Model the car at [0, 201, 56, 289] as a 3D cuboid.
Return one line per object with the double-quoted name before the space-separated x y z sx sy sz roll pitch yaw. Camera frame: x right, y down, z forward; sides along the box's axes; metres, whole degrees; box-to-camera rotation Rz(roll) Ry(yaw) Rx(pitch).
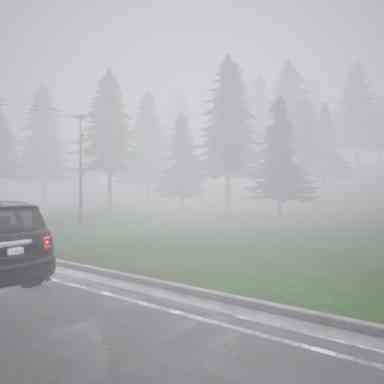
"car" -5.570 1.227 7.959 5.566 2.045 2.150 0 0 35
